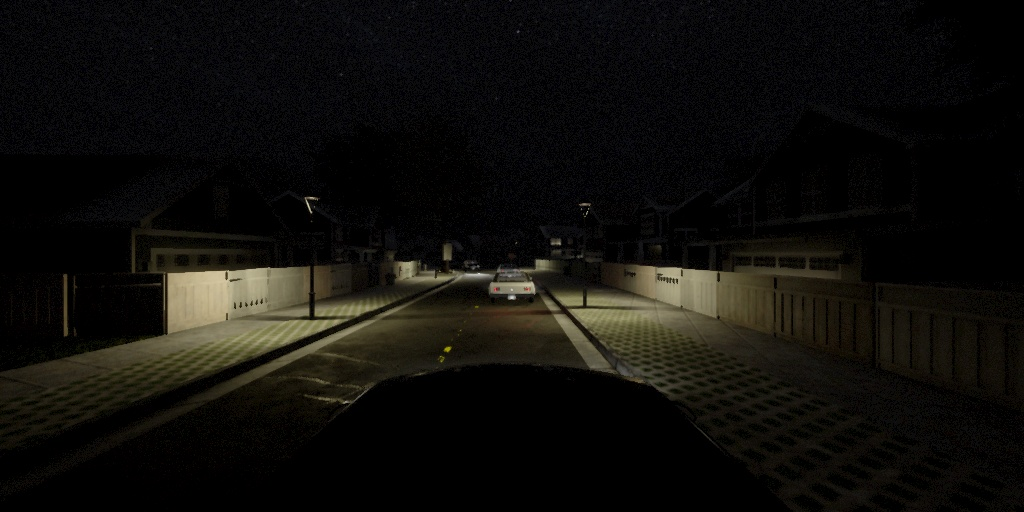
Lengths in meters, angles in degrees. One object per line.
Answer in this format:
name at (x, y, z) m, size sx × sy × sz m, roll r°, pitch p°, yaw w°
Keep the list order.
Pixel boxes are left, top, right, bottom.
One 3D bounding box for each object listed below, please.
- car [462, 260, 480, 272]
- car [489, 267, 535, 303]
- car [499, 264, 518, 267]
car at (-5.048, 1.209, 44.041) m, size 2.128 × 1.511 × 4.902 m, roll 0°, pitch 0°, yaw -13°
car at (-0.001, 1.356, 16.531) m, size 1.895 × 1.301 × 4.718 m, roll 0°, pitch 0°, yaw 0°
car at (-0.319, 1.332, 31.637) m, size 1.895 × 1.301 × 4.718 m, roll 0°, pitch 0°, yaw -5°
